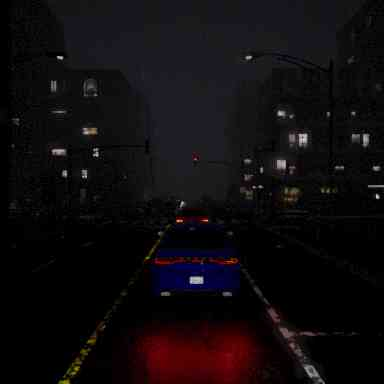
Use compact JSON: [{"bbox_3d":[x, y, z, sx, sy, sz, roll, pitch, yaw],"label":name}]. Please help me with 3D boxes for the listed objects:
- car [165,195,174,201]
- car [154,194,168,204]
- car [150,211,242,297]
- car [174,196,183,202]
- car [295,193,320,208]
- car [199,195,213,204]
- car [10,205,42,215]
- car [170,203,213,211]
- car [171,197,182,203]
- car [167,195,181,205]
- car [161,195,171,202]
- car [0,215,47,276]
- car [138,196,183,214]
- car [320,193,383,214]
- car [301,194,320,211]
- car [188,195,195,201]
[{"bbox_3d":[-5.814,1.480,85.934,1.967,1.590,4.097,0,0,0],"label":"car"},{"bbox_3d":[-5.782,1.336,63.203,2.192,1.841,5.009,0,0,0],"label":"car"},{"bbox_3d":[0.090,1.477,8.612,1.882,1.535,5.008,0,0,0],"label":"car"},{"bbox_3d":[-3.114,1.621,78.539,1.895,1.301,4.718,0,0,0],"label":"car"},{"bbox_3d":[14.505,1.014,38.183,5.009,1.841,2.192,-1,1,-1],"label":"car"},{"bbox_3d":[2.607,1.458,57.535,1.967,1.590,4.097,0,0,0],"label":"car"},{"bbox_3d":[-17.117,1.895,32.091,4.718,1.301,1.895,-1,0,-1],"label":"car"},{"bbox_3d":[0.072,1.526,17.952,1.812,1.442,4.674,0,0,1],"label":"car"},{"bbox_3d":[-3.109,1.626,68.201,1.895,1.301,4.718,0,0,0],"label":"car"},{"bbox_3d":[-3.163,1.370,58.692,2.097,1.767,4.553,0,0,0],"label":"car"},{"bbox_3d":[-5.798,1.470,74.569,1.967,1.590,4.097,0,0,0],"label":"car"},{"bbox_3d":[-5.755,1.582,9.815,1.802,1.307,4.206,0,0,0],"label":"car"},{"bbox_3d":[-3.512,1.515,36.244,5.008,1.535,1.882,-1,1,-41],"label":"car"},{"bbox_3d":[14.651,1.029,29.805,5.009,1.841,2.192,-1,1,-1],"label":"car"},{"bbox_3d":[14.732,1.205,35.614,4.892,1.490,1.837,-1,0,-1],"label":"car"},{"bbox_3d":[-0.129,1.570,90.530,2.128,1.511,4.902,0,0,0],"label":"car"}]
